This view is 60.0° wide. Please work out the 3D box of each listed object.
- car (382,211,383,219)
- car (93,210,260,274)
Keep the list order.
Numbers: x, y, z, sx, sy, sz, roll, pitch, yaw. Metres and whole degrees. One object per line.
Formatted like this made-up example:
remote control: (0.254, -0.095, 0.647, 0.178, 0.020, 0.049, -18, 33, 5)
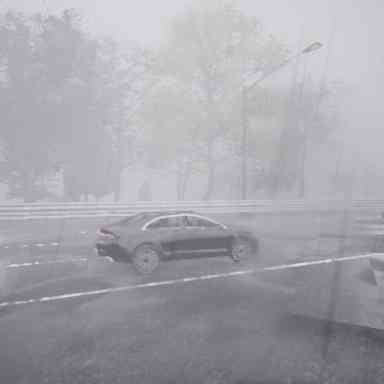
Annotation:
car: (14.310, 1.419, 20.960, 4.718, 1.301, 1.895, 0, 0, -26)
car: (-0.296, 1.276, 9.573, 4.902, 1.511, 2.128, 0, 0, -28)
